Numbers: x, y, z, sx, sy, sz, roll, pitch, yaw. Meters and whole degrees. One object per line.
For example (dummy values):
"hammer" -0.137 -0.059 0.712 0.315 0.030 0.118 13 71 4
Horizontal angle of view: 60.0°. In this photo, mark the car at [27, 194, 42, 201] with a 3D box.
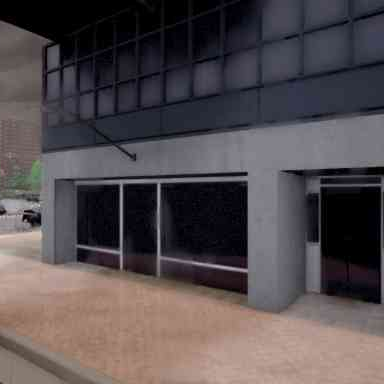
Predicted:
"car" -30.160 1.151 64.684 4.605 1.855 1.932 0 0 35

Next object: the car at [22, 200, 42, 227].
"car" -8.473 1.491 21.820 2.128 1.511 4.902 0 0 36

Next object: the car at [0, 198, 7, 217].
"car" -17.822 1.490 27.153 2.128 1.511 4.902 0 0 36
